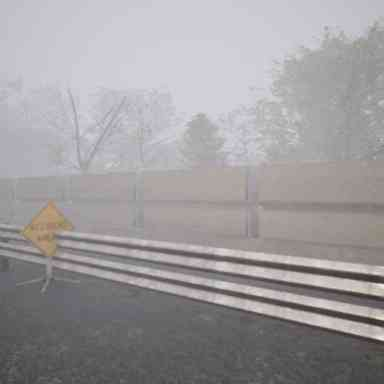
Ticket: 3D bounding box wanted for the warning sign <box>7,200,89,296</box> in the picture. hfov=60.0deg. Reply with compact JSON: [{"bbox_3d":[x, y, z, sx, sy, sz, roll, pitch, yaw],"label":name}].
[{"bbox_3d":[-3.191,1.122,7.420,1.060,1.860,1.300,-1,0,35],"label":"warning sign"}]
